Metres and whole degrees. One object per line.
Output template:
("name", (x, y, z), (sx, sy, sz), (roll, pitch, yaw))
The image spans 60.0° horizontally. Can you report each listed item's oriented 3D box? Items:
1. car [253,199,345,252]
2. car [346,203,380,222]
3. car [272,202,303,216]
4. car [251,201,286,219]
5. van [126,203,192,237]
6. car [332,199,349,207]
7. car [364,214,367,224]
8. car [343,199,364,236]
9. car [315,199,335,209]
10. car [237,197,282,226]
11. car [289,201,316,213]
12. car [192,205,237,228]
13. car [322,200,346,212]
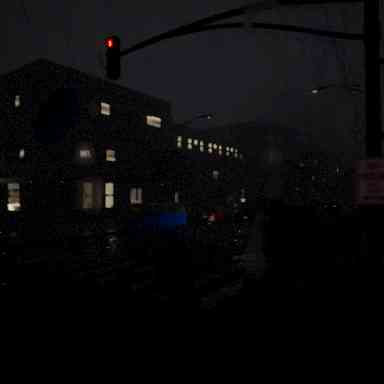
("car", (4.837, 1.390, 14.451), (2.192, 1.841, 5.009), (-1, -1, 35))
("car", (14.436, 1.689, 27.960), (1.947, 1.339, 4.313), (-1, -1, 35))
("car", (10.800, 1.811, 37.313), (2.008, 1.369, 4.403), (-1, -1, 35))
("car", (7.601, 1.682, 32.811), (1.967, 1.590, 4.097), (-1, -1, 35))
("van", (-1.996, 1.535, 19.300), (1.690, 1.788, 3.998), (-1, -1, 35))
("car", (26.792, 1.911, 59.833), (2.008, 1.369, 4.403), (-1, -1, 35))
("car", (11.237, 1.651, 23.456), (1.887, 1.381, 4.507), (-1, -1, 35))
("car", (8.035, 1.405, 18.955), (2.192, 1.841, 5.009), (-1, -1, 35))
("car", (20.296, 1.843, 50.686), (1.752, 1.417, 4.829), (-1, -1, 35))
("car", (5.238, 1.403, 25.011), (2.150, 2.045, 5.566), (-1, -1, 35))
("car", (13.998, 1.829, 41.817), (2.008, 1.369, 4.403), (-1, -1, 35))
("car", (1.203, 1.650, 23.802), (1.967, 1.590, 4.097), (-1, -1, 35))
("car", (18.924, 1.765, 44.134), (1.837, 1.490, 4.892), (-1, -1, 36))
